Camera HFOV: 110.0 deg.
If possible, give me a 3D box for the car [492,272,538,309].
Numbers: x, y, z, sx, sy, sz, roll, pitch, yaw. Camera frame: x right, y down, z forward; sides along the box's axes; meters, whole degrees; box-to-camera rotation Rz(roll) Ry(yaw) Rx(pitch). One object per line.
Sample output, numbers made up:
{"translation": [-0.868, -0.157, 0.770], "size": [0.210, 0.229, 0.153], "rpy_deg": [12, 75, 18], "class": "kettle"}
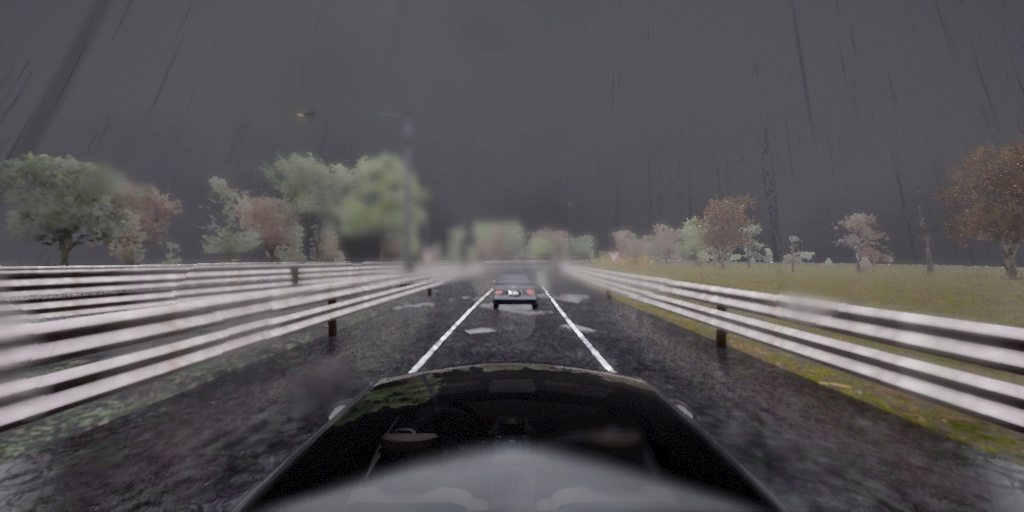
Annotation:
{"translation": [0.174, 1.429, 15.761], "size": [2.033, 1.411, 5.357], "rpy_deg": [0, -1, 2], "class": "car"}
